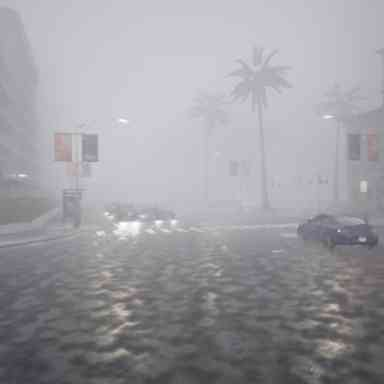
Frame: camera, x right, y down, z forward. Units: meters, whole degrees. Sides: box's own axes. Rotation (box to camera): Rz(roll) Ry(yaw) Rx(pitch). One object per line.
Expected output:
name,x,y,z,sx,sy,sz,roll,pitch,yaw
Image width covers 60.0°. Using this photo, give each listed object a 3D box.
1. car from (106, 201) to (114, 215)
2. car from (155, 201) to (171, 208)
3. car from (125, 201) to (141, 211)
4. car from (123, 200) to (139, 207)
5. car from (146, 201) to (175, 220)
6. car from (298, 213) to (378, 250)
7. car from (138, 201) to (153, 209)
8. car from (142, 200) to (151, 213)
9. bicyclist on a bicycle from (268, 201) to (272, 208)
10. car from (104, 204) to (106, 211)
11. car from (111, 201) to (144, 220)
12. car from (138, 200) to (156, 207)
car,-9.465,1.964,42.371,2.097,1.767,4.553,0,-1,-18
car,-5.675,2.445,64.390,1.895,1.301,4.718,0,-1,-22
car,-9.791,2.242,54.610,1.882,1.535,5.008,0,-1,-18
car,-13.138,2.513,71.914,1.895,1.301,4.718,0,-1,-30
car,-3.074,1.976,34.067,1.812,1.442,4.674,0,-1,-18
car,6.341,1.652,14.885,1.812,1.442,4.674,0,-1,-3
car,-8.864,2.382,62.926,1.812,1.442,4.674,0,-1,-22
car,-6.035,2.136,43.153,2.033,1.411,5.357,0,-1,-18
bicyclist on a bicycle,9.504,1.729,42.189,1.656,1.620,0.582,-1,-1,-18
car,-12.646,2.252,52.037,2.128,1.511,4.902,0,-1,-18
car,-6.614,1.970,33.615,2.128,1.511,4.902,0,-1,-18
car,-10.055,2.444,73.571,2.033,1.411,5.357,0,-1,-30
